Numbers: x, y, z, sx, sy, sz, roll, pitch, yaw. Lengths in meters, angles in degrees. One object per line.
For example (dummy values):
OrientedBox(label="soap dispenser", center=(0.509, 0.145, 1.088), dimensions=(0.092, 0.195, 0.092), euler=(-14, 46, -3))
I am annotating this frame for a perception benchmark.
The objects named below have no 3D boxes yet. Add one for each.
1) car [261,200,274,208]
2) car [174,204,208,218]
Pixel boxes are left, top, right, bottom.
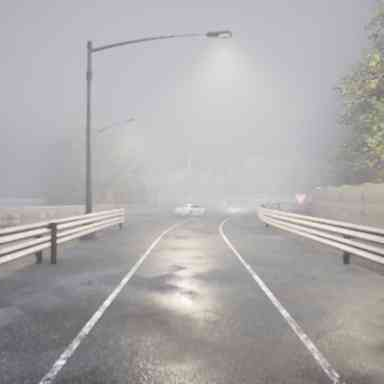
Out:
OrientedBox(label="car", center=(16.050, 2.577, 69.037), dimensions=(2.033, 1.411, 5.357), euler=(0, -1, 16))
OrientedBox(label="car", center=(-0.098, 2.047, 37.082), dimensions=(1.812, 1.442, 4.674), euler=(-1, -1, 36))
